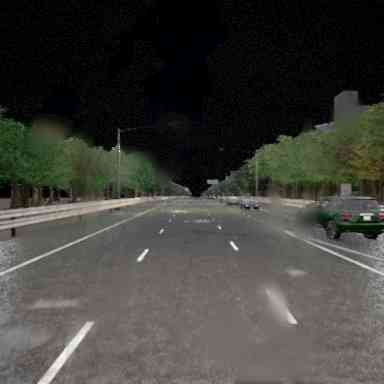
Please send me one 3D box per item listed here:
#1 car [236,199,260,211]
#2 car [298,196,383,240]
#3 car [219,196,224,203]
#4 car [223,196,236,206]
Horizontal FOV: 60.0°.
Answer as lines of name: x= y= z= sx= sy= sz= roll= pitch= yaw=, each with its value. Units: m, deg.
car: x=7.016 y=1.626 z=41.132 sx=1.895 sy=1.301 sz=4.718 roll=0 pitch=0 yaw=0
car: x=7.447 y=1.239 z=17.222 sx=2.150 sy=2.045 sz=5.566 roll=0 pitch=0 yaw=-5
car: x=7.122 y=1.700 z=72.911 sx=2.128 sy=1.511 sz=4.902 roll=0 pitch=-1 yaw=0
car: x=7.059 y=1.640 z=58.026 sx=1.994 sy=1.385 sz=4.181 roll=0 pitch=0 yaw=0
